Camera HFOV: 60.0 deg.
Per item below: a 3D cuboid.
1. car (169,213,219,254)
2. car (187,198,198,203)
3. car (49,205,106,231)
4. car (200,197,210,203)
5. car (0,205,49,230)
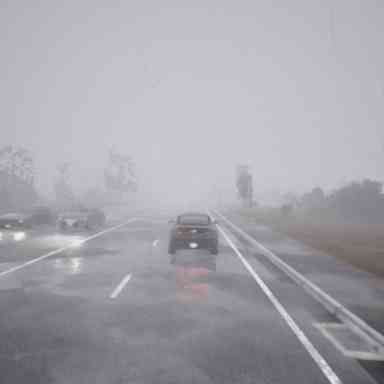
[{"bbox_3d":[0.074,1.636,14.074,1.837,1.490,4.892,1,-1,0],"label":"car"},{"bbox_3d":[-0.305,2.405,92.571,1.895,1.301,4.718,1,-1,7],"label":"car"},{"bbox_3d":[-6.958,1.580,21.516,2.128,1.511,4.902,1,0,1],"label":"car"},{"bbox_3d":[3.222,2.387,92.627,1.812,1.442,4.674,1,-1,7],"label":"car"},{"bbox_3d":[-10.460,1.587,21.624,2.033,1.411,5.357,1,-1,1],"label":"car"}]
